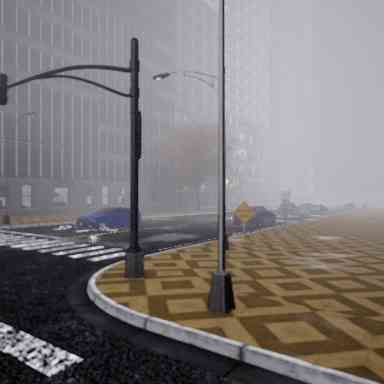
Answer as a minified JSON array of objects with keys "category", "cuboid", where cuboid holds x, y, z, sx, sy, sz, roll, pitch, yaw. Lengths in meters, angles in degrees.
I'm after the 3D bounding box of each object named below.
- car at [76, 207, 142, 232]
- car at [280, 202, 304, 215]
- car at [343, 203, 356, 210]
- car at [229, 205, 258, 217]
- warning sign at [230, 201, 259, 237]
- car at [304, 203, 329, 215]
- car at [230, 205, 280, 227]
[{"category":"car","cuboid":[-5.586,1.783,22.886,1.882,1.535,5.008,0,-1,33]},{"category":"car","cuboid":[13.607,2.202,46.483,2.097,1.767,4.553,0,-1,33]},{"category":"car","cuboid":[31.221,2.835,65.884,1.812,1.442,4.674,0,-1,33]},{"category":"car","cuboid":[6.503,2.306,41.691,1.895,1.301,4.718,0,-1,33]},{"category":"warning sign","cuboid":[2.951,1.452,18.660,1.300,1.860,1.060,1,1,33]},{"category":"car","cuboid":[18.016,2.457,47.299,2.033,1.411,5.357,0,-1,33]},{"category":"car","cuboid":[5.257,1.838,27.349,2.097,1.767,4.553,0,-1,33]}]
